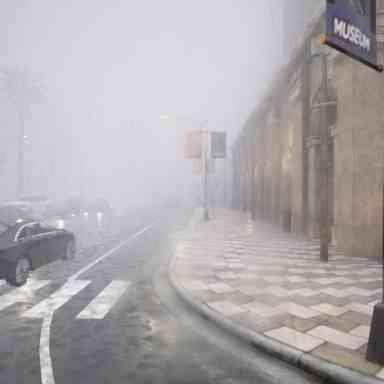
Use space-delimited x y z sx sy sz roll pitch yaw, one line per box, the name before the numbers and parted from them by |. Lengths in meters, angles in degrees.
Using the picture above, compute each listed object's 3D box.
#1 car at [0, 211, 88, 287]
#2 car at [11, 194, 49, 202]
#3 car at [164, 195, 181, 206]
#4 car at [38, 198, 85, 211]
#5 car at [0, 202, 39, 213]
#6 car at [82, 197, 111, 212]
car | -4.888 1.498 9.343 2.128 1.511 4.902 0 0 2
car | -14.885 1.219 30.332 2.150 2.045 5.566 0 0 2
car | -3.120 1.338 55.032 2.097 1.767 4.553 0 0 8
car | -11.409 1.524 29.468 1.812 1.442 4.674 0 0 2
car | -11.705 1.546 20.044 2.033 1.411 5.357 0 0 1
car | -11.033 1.523 39.350 1.812 1.442 4.674 0 0 2
